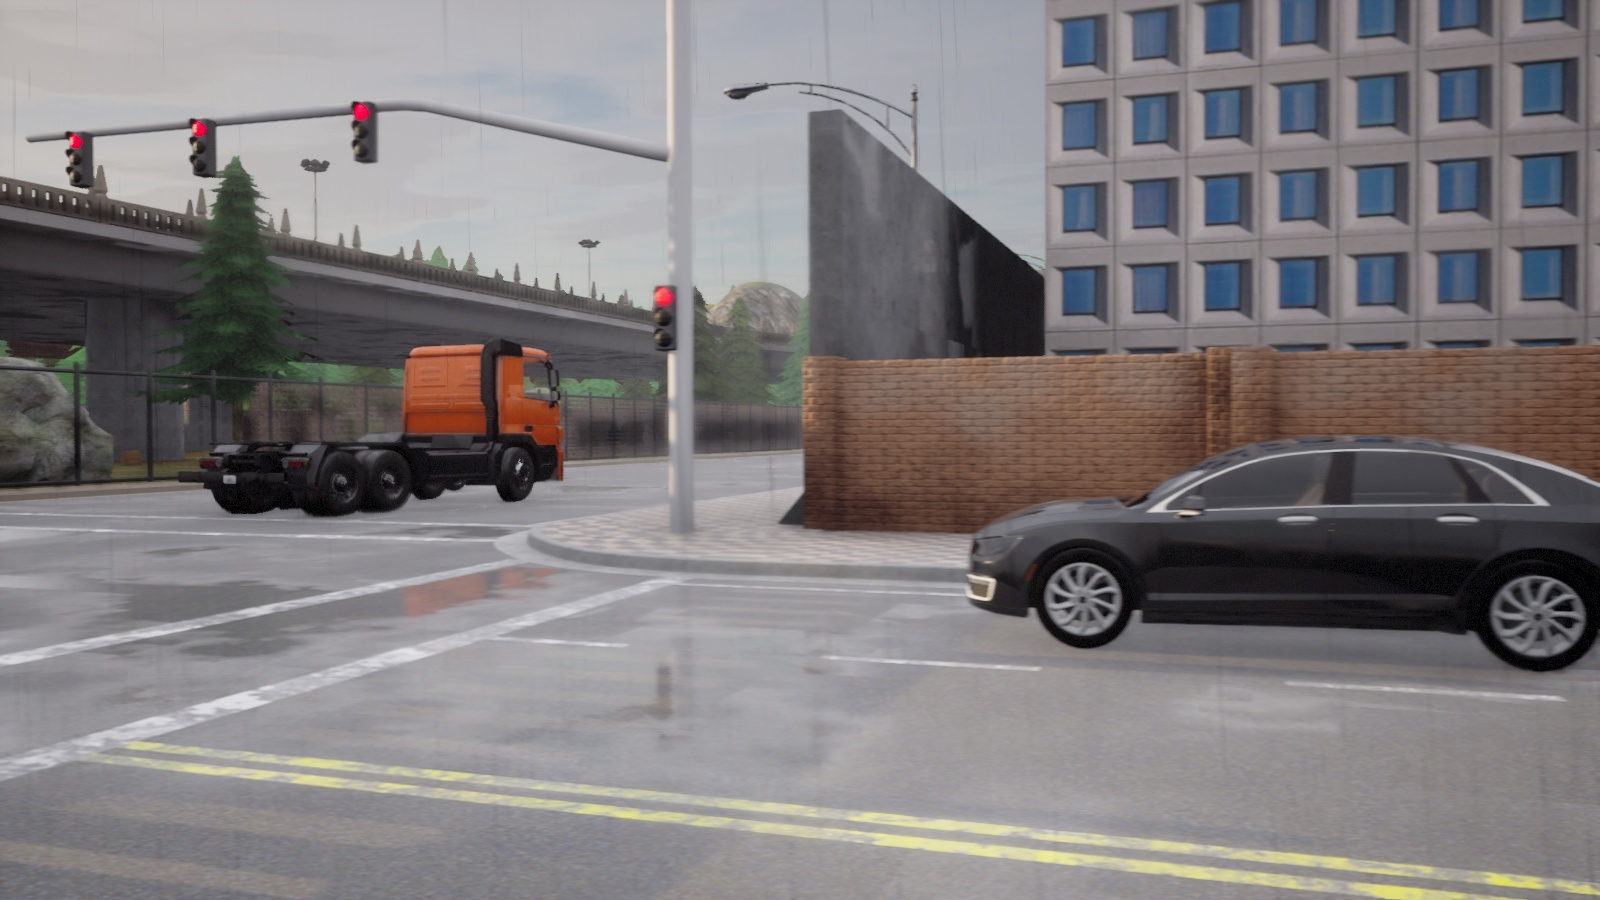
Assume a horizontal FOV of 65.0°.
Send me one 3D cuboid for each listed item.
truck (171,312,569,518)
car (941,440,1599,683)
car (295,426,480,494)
[{"bbox_3d":[-8.208,-0.648,25.338,2.891,3.462,7.936,1,1,25],"label":"truck"},{"bbox_3d":[3.655,0.695,9.349,4.892,1.490,1.837,1,1,18],"label":"car"},{"bbox_3d":[-10.010,0.186,30.860,2.007,1.525,4.514,1,1,19],"label":"car"}]
